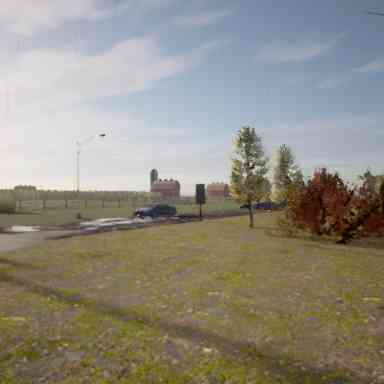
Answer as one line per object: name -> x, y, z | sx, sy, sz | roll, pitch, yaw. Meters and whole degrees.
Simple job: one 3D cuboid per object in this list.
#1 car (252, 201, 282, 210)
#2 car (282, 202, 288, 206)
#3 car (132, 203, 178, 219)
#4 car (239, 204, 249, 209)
car -> 11.375, 1.648, 50.363 | 2.150, 2.045, 5.566 | -1, -1, 32
car -> 16.851, 2.059, 59.357 | 1.812, 1.442, 4.674 | -1, -1, 31
car -> -3.564, 1.832, 33.159 | 2.033, 1.411, 5.357 | -1, -1, 32
car -> 9.164, 2.118, 53.573 | 1.895, 1.301, 4.718 | -1, -1, 32
